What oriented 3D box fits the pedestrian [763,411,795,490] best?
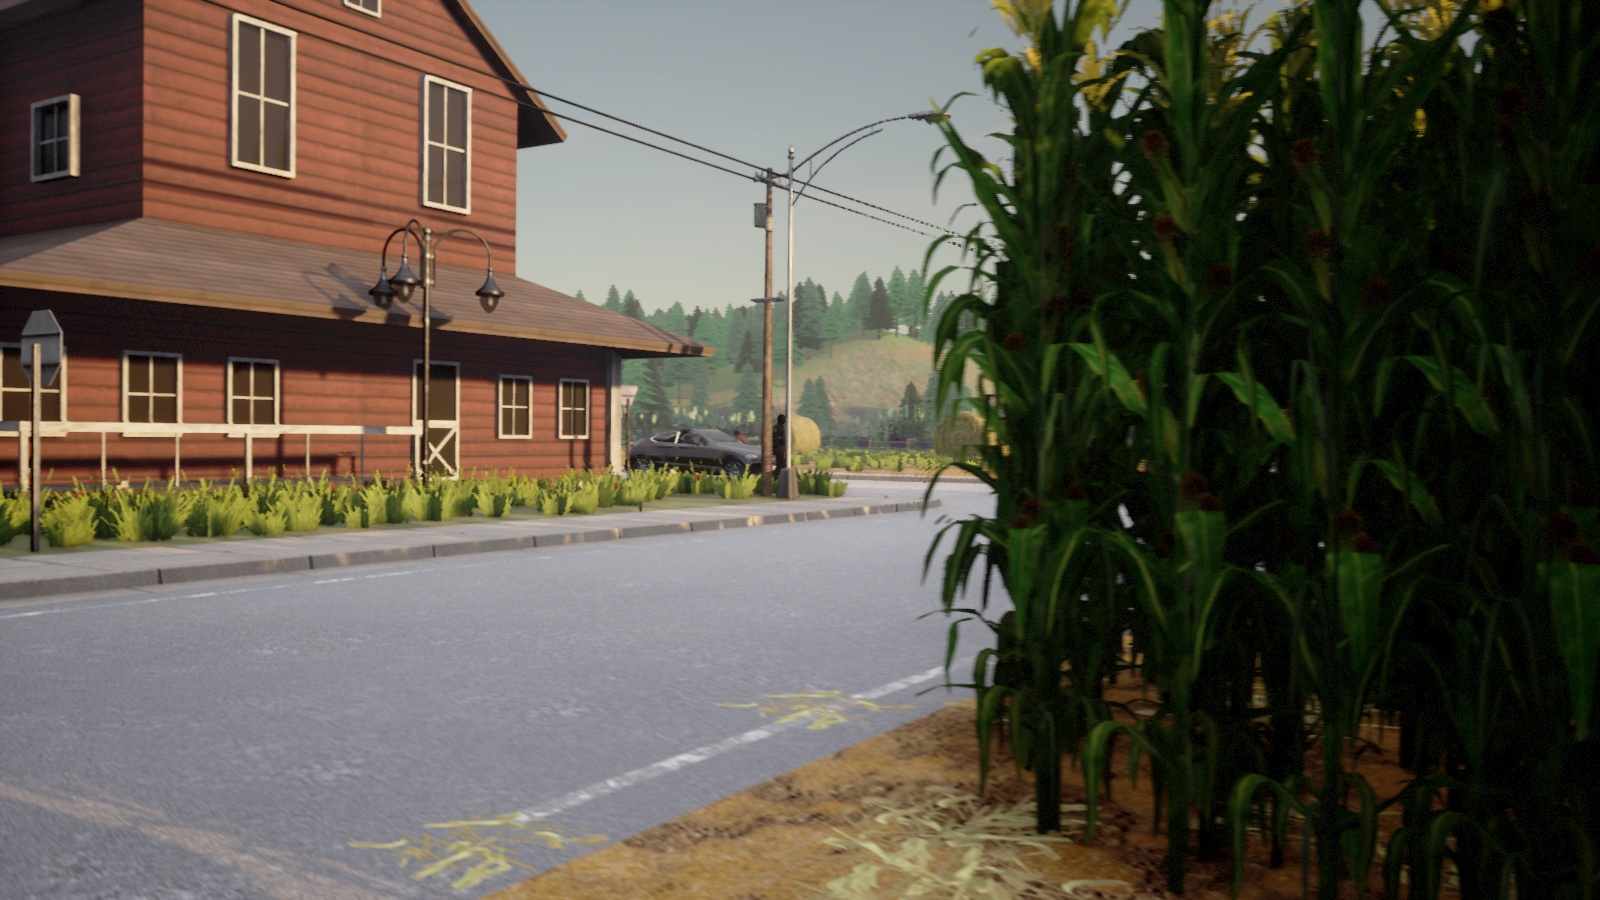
[{"bbox_3d":[-0.516,0.018,31.052,0.692,1.930,0.395,0,1,22],"label":"pedestrian"}]

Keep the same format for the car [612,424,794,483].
[{"bbox_3d":[-2.895,0.084,37.088,5.027,1.651,2.152,0,1,31],"label":"car"}]
